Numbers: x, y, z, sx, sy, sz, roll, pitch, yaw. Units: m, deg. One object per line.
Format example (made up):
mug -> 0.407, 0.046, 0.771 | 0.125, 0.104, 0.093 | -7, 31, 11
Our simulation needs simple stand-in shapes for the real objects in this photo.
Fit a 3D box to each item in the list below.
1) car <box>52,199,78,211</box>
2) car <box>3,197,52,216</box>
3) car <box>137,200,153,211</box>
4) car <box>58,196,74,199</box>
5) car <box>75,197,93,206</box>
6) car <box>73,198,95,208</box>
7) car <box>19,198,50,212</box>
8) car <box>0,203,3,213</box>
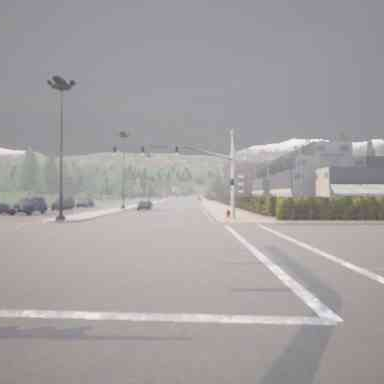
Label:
car -> -18.582, 2.032, 47.946 | 1.895, 1.301, 4.718 | 0, -1, 0
car -> -18.588, 1.563, 37.986 | 2.150, 2.045, 5.566 | 0, -1, 1
car -> -6.919, 1.939, 49.562 | 2.128, 1.511, 4.902 | 0, -1, 0
car -> -22.033, 1.738, 57.432 | 2.150, 2.045, 5.566 | 0, -1, 1
car -> -21.951, 1.964, 67.671 | 2.097, 1.767, 4.553 | 0, -1, 0
car -> -18.527, 2.073, 58.380 | 2.033, 1.411, 5.357 | 0, -1, 0
car -> -22.086, 1.773, 46.840 | 2.097, 1.767, 4.553 | 0, -1, 0
car -> -22.060, 1.882, 37.304 | 2.033, 1.411, 5.357 | 0, -1, 3
